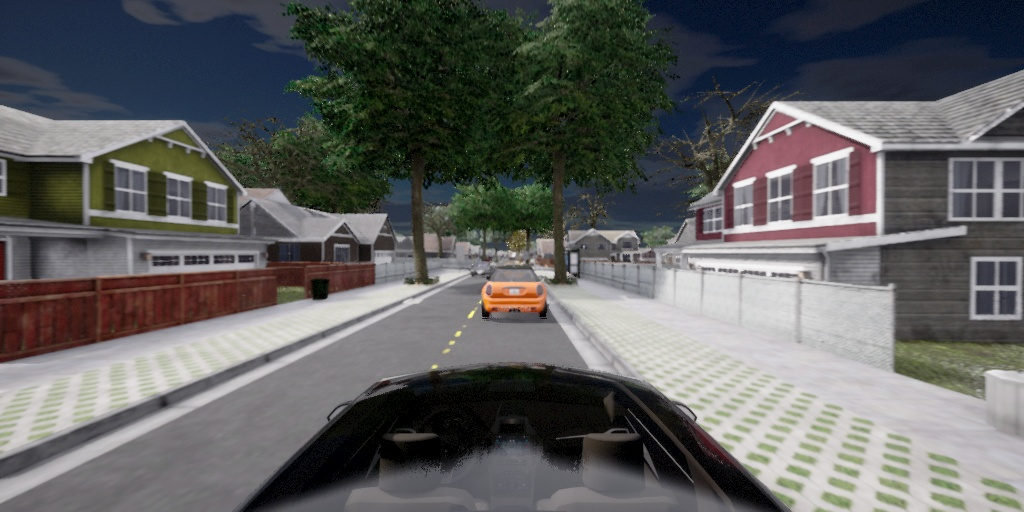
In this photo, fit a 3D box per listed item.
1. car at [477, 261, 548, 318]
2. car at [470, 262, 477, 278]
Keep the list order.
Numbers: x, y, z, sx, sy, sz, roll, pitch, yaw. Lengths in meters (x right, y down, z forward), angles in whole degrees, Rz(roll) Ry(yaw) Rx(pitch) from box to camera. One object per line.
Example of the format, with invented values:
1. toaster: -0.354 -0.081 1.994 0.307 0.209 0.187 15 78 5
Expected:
1. car: 0.081 1.098 13.050 2.097 1.767 4.553 0 0 0
2. car: -2.832 1.269 34.377 2.128 1.511 4.902 0 0 0
